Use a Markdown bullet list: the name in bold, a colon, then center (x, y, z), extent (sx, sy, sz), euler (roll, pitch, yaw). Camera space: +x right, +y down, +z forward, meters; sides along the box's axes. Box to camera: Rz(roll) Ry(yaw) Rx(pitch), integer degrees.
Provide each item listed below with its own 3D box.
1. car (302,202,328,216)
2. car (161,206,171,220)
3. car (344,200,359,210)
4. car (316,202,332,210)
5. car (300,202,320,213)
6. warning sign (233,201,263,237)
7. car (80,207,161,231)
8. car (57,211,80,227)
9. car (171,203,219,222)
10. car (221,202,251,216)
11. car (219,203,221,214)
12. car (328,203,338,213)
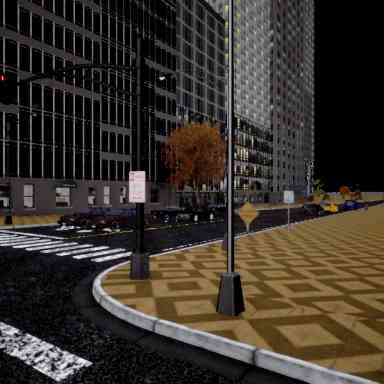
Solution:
- **car**: center (16.294, 2.354, 44.203), extent (1.837, 1.490, 4.892), euler (0, -1, 33)
- **car**: center (-2.330, 2.098, 33.567), extent (1.895, 1.301, 4.718), euler (0, -1, 33)
- **car**: center (31.486, 2.537, 65.760), extent (2.150, 2.045, 5.566), euler (0, -1, 33)
- **car**: center (25.762, 2.728, 64.794), extent (2.128, 1.511, 4.902), euler (0, -1, 33)
- **car**: center (19.613, 2.532, 55.255), extent (2.128, 1.511, 4.902), euler (0, -1, 33)
- **warning sign**: center (3.122, 1.454, 18.553), extent (1.300, 1.860, 1.060), euler (1, 1, 33)
- **car**: center (-4.874, 1.874, 23.623), extent (2.033, 1.411, 5.357), euler (0, -1, 33)
- **car**: center (-7.526, 1.873, 25.506), extent (2.033, 1.411, 5.357), euler (0, -1, 33)
- **car**: center (0.404, 2.006, 31.810), extent (1.837, 1.490, 4.892), euler (0, -1, 33)
- **car**: center (5.872, 2.034, 40.275), extent (2.097, 1.767, 4.553), euler (0, -1, 33)
- **car**: center (3.068, 2.167, 41.924), extent (2.128, 1.511, 4.902), euler (0, -1, 33)
- **car**: center (21.890, 2.510, 52.969), extent (1.882, 1.535, 5.008), euler (0, -1, 33)
